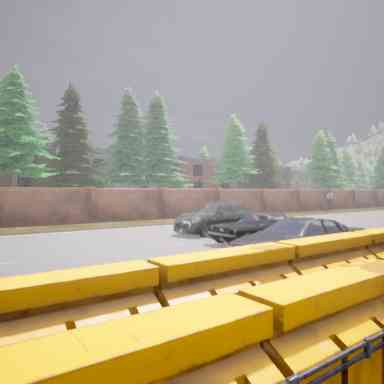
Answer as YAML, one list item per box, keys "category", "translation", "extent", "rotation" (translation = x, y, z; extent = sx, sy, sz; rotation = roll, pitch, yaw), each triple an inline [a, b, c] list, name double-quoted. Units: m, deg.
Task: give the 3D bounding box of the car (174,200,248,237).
- category: "car"
  translation: [1.268, 1.353, 17.757]
  extent: [4.553, 1.767, 2.097]
  rotation: [0, 0, -35]

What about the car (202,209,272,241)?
- category: "car"
  translation: [2.995, 1.601, 14.694]
  extent: [4.718, 1.301, 1.895]
  rotation: [0, 0, -35]

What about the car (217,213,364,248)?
- category: "car"
  translation: [3.617, 1.547, 10.845]
  extent: [5.357, 1.411, 2.033]
  rotation: [0, 0, -35]
